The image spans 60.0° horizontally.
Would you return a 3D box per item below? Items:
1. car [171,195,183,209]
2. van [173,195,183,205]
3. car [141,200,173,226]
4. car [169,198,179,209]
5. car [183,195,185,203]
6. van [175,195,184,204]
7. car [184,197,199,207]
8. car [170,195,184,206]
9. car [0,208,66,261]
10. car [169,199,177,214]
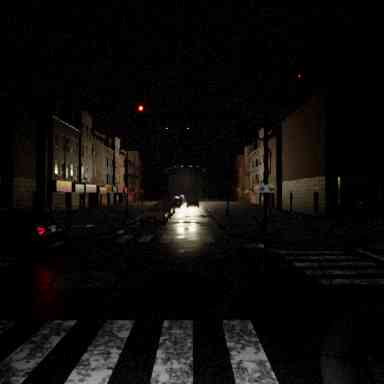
[{"bbox_3d":[-2.599,1.500,46.458,1.967,1.590,4.097,0,0,0],"label":"car"},{"bbox_3d":[-2.585,1.446,63.275,1.690,1.788,3.998,0,0,0],"label":"van"},{"bbox_3d":[-2.616,1.542,23.867,1.752,1.417,4.829,0,0,0],"label":"car"},{"bbox_3d":[-2.608,1.617,35.247,1.802,1.307,4.206,0,0,0],"label":"car"},{"bbox_3d":[-2.594,1.514,52.063,1.967,1.590,4.097,0,0,0],"label":"car"},{"bbox_3d":[-2.581,1.463,68.880,1.690,1.788,3.998,0,0,0],"label":"van"},{"bbox_3d":[0.140,1.674,51.818,1.895,1.301,4.718,0,0,0],"label":"car"},{"bbox_3d":[-2.590,1.404,57.670,2.192,1.841,5.009,0,0,0],"label":"car"},{"bbox_3d":[-7.059,1.377,11.880,4.553,1.767,2.097,0,0,0],"label":"car"},{"bbox_3d":[-2.612,1.570,29.642,1.887,1.381,4.507,0,0,0],"label":"car"}]
